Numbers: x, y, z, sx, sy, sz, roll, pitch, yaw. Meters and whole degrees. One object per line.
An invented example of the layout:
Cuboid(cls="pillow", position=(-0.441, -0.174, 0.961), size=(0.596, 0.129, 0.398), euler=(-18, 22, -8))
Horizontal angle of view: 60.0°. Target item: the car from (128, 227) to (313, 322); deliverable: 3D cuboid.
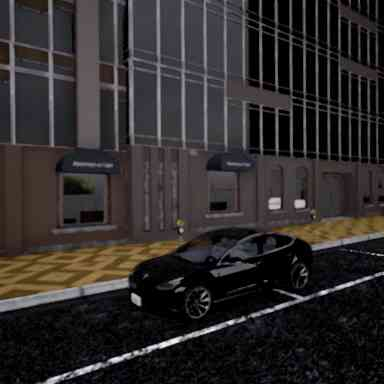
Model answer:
Cuboid(cls="car", position=(0.799, 1.481, 7.098), size=(4.313, 1.339, 1.947), euler=(-1, 1, -35))
